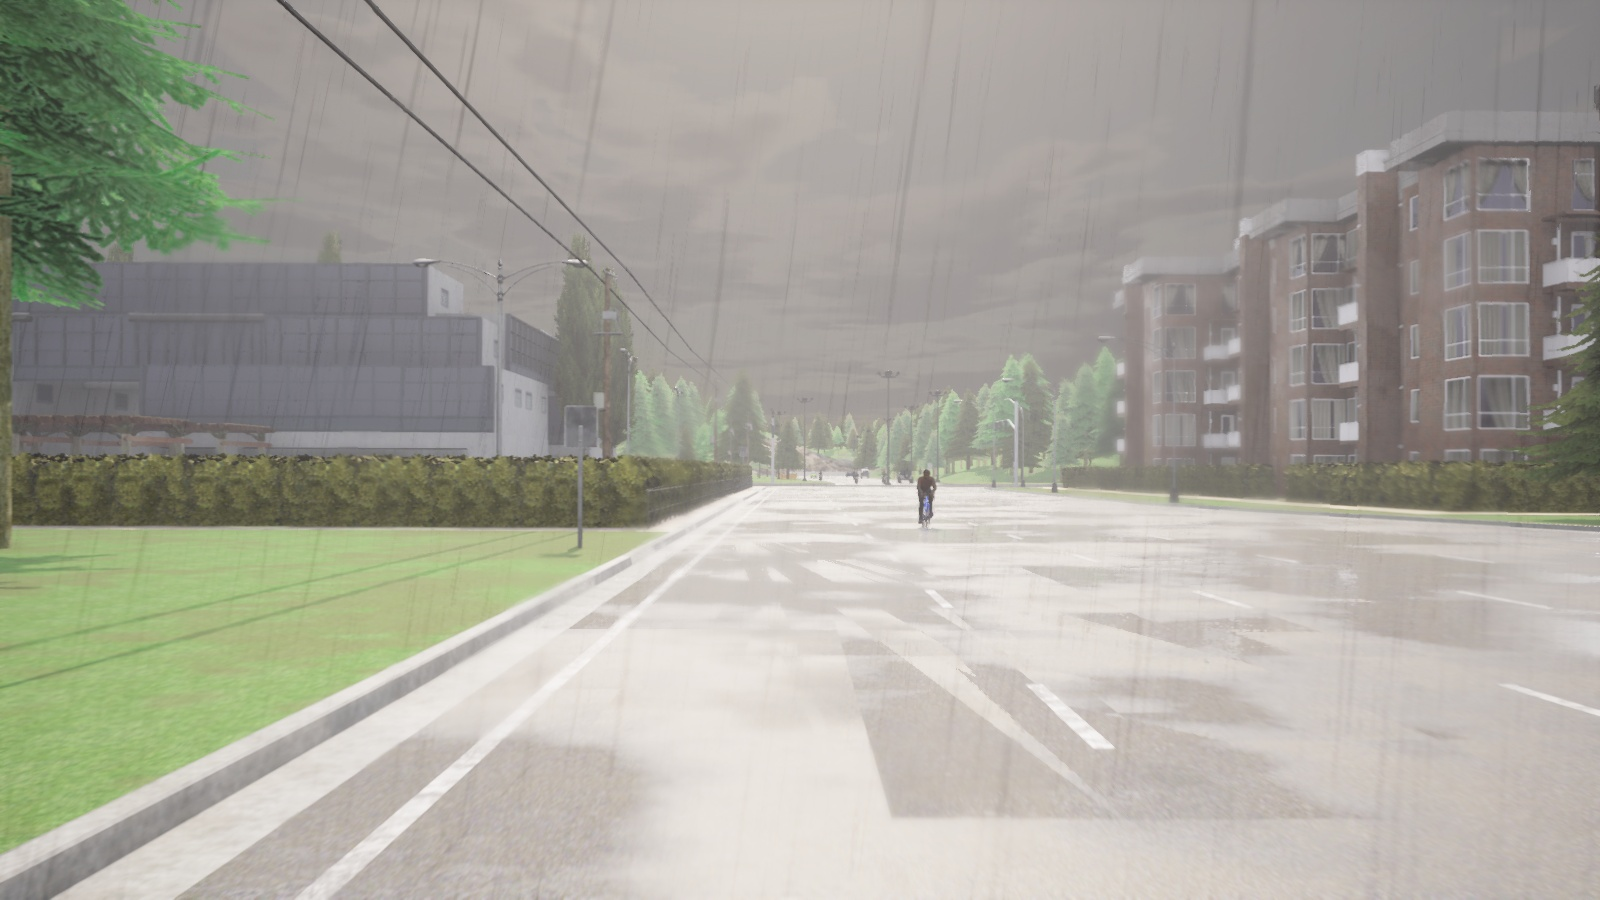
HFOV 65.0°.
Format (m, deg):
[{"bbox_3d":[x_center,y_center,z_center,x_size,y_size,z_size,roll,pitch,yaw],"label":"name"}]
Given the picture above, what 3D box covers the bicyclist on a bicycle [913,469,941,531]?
[{"bbox_3d":[3.418,1.321,34.004,0.582,1.620,1.656,0,0,0],"label":"bicyclist on a bicycle"}]
